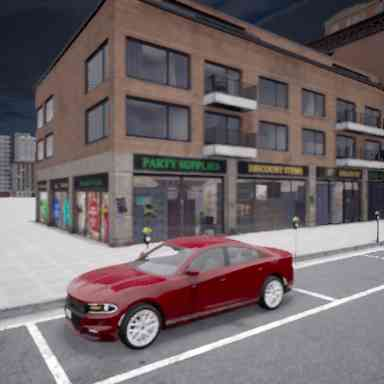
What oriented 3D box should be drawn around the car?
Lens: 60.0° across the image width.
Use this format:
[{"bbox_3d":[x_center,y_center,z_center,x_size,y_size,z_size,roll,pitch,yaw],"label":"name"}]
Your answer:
[{"bbox_3d":[0.013,1.543,6.215,4.507,1.381,1.887,0,0,-35],"label":"car"}]
